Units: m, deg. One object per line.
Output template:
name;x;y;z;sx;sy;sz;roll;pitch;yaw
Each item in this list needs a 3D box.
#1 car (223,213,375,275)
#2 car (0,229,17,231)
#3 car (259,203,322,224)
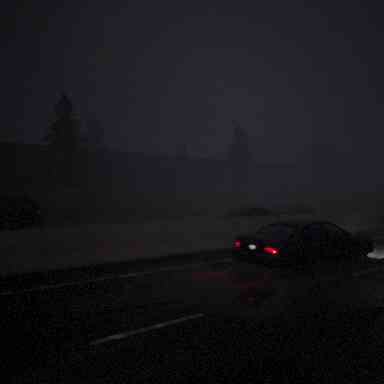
car;3.706;1.594;10.685;5.357;1.411;2.033;0;0;-36
car;-9.990;1.564;14.064;4.181;1.385;1.994;0;0;-36
car;8.066;1.661;26.946;5.357;1.411;2.033;0;0;-36
